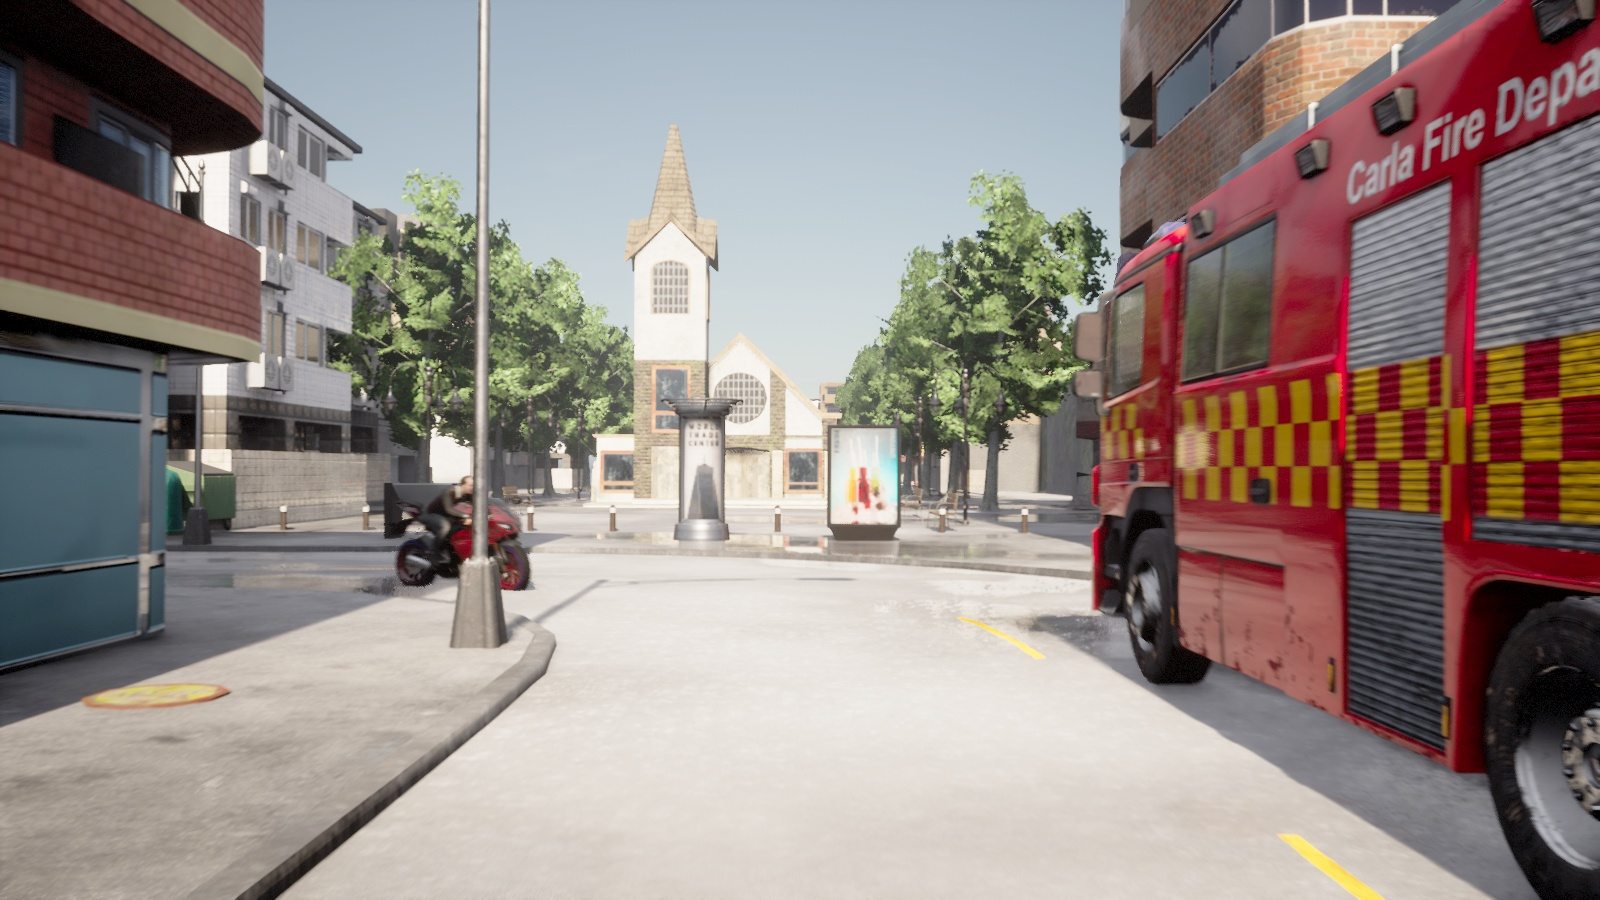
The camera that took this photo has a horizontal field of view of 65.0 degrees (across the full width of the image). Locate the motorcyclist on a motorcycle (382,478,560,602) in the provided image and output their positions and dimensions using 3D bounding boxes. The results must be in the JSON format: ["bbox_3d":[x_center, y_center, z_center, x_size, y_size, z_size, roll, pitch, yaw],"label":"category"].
[{"bbox_3d":[-4.350,1.146,16.579,2.191,1.530,0.866,-1,0,25],"label":"motorcyclist on a motorcycle"}]

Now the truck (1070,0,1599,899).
[{"bbox_3d":[3.944,-0.246,7.142,2.891,3.827,8.468,0,-1,-1],"label":"truck"}]
